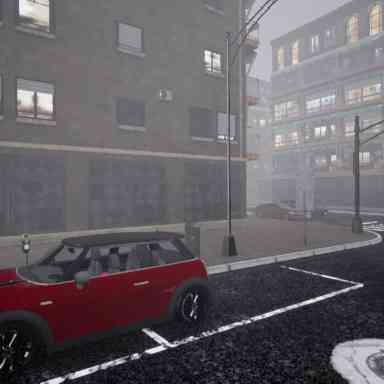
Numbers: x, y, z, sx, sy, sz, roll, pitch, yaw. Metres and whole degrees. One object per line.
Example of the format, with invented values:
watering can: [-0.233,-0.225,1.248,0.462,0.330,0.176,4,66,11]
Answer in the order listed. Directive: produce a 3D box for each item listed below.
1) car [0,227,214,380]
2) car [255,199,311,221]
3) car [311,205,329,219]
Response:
car: [-1.698,1.440,5.408,4.097,1.590,1.967,0,0,-35]
car: [6.792,1.473,26.182,1.802,1.307,4.206,0,0,-35]
car: [8.879,1.347,27.703,1.882,1.535,5.008,-1,1,-35]
